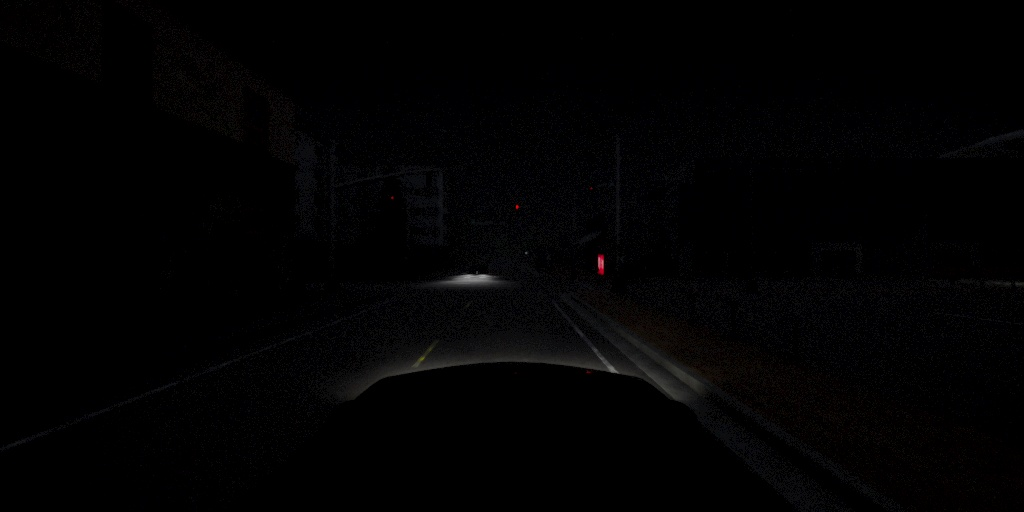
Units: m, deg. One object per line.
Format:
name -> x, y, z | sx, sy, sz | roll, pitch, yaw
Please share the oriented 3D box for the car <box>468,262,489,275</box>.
car -> -3.494, 1.263, 38.086 | 1.895, 1.301, 4.718 | 0, 0, 0
